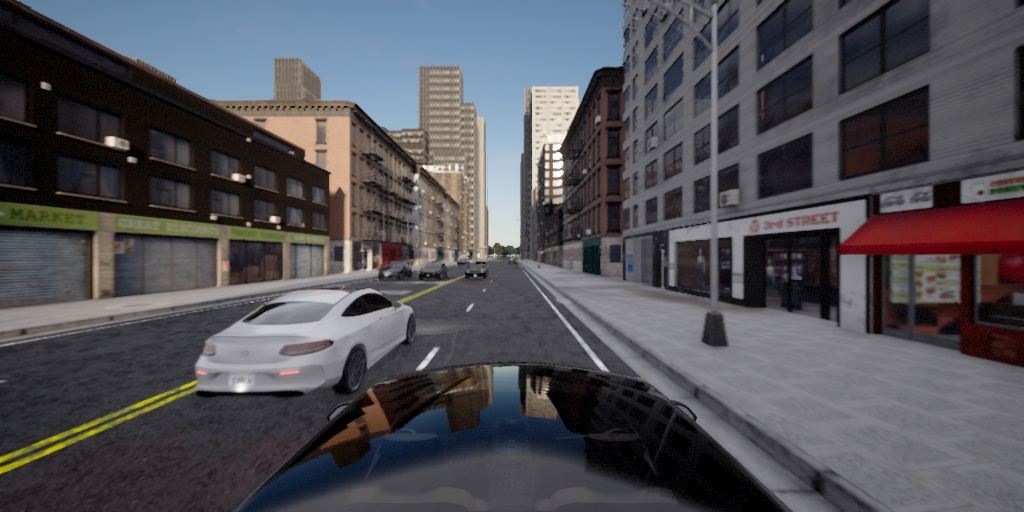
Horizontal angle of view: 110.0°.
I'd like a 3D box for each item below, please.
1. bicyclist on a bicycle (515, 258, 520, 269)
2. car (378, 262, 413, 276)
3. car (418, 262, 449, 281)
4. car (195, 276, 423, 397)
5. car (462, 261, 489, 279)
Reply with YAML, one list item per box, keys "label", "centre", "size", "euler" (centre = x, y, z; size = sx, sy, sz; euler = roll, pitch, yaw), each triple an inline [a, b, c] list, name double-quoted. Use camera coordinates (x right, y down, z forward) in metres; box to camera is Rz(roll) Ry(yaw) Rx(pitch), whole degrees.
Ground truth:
- label: "bicyclist on a bicycle"
  centre: [0.878, 1.242, 58.705]
  size: [0.866, 1.612, 1.509]
  euler: [0, 2, 0]
- label: "car"
  centre: [-9.849, 1.266, 30.632]
  size: [2.128, 1.511, 4.902]
  euler: [0, 0, 0]
- label: "car"
  centre: [-6.600, 1.280, 30.594]
  size: [1.837, 1.490, 4.892]
  euler: [0, 0, 0]
- label: "car"
  centre: [-3.150, 1.277, 6.482]
  size: [1.812, 1.442, 4.674]
  euler: [0, 0, 0]
- label: "car"
  centre: [-3.155, 1.378, 33.165]
  size: [1.895, 1.301, 4.718]
  euler: [0, 0, 0]
